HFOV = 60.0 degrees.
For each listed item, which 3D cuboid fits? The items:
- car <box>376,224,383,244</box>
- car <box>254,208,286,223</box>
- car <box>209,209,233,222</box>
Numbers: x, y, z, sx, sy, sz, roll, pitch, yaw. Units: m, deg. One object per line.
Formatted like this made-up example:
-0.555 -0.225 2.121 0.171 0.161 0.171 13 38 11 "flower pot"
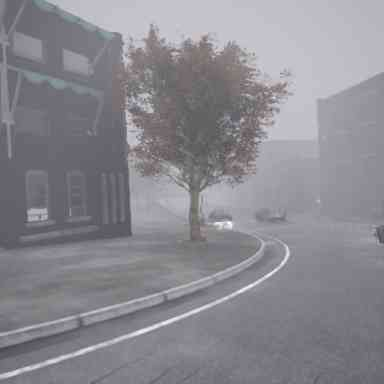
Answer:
9.453 1.693 14.263 1.994 1.385 4.181 -2 -2 14 "car"
7.900 2.328 34.105 1.994 1.385 4.181 -3 -2 -10 "car"
3.296 2.693 38.741 1.994 1.385 4.181 -3 -2 -11 "car"
